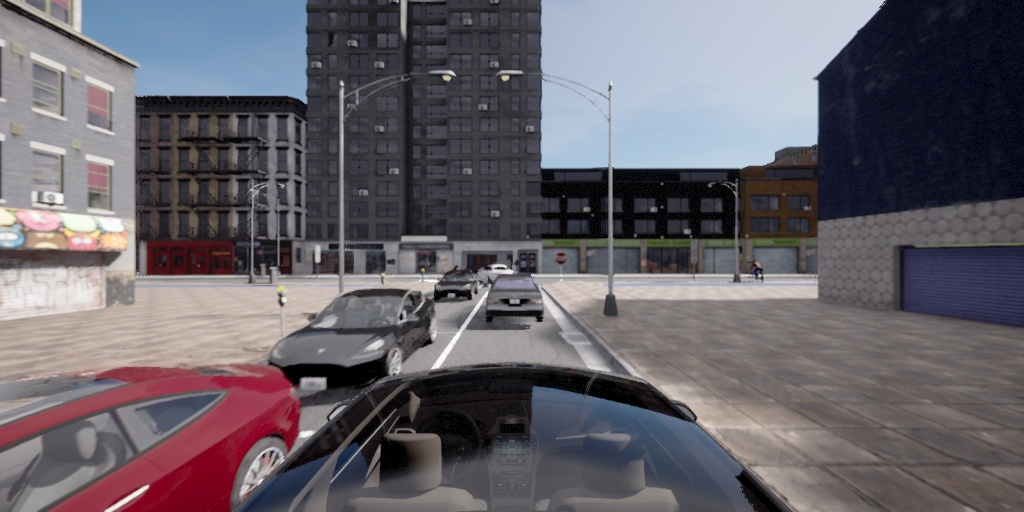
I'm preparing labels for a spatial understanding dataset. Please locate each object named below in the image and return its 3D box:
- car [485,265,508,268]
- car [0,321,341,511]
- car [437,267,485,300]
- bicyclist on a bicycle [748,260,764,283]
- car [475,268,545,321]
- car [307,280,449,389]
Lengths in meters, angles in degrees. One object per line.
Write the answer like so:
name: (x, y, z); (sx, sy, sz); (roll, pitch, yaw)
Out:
car: (-1.240, 1.348, 26.246); (1.812, 1.442, 4.674); (0, 0, -21)
car: (-2.637, 1.332, 1.486); (1.802, 1.307, 4.207); (0, 0, 0)
car: (-2.637, 1.361, 17.842); (1.948, 1.339, 4.313); (0, 0, 0)
bicyclist on a bicycle: (17.359, 1.088, 25.528); (0.582, 1.620, 1.656); (0, 0, 0)
car: (0.086, 1.328, 12.556); (2.033, 1.411, 5.357); (0, 0, 0)
car: (-2.637, 1.331, 6.938); (1.948, 1.339, 4.313); (0, 0, 0)
